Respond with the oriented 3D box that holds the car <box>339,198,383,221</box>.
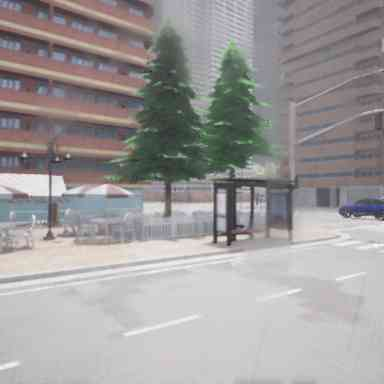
[{"bbox_3d":[16.712,1.549,31.269,2.150,2.045,5.566,1,0,-32],"label":"car"}]
